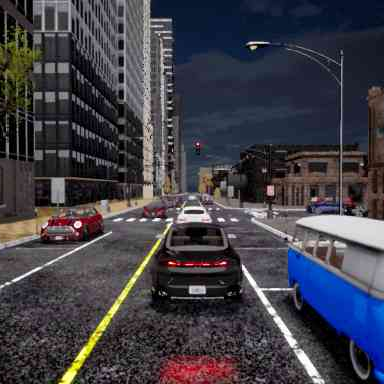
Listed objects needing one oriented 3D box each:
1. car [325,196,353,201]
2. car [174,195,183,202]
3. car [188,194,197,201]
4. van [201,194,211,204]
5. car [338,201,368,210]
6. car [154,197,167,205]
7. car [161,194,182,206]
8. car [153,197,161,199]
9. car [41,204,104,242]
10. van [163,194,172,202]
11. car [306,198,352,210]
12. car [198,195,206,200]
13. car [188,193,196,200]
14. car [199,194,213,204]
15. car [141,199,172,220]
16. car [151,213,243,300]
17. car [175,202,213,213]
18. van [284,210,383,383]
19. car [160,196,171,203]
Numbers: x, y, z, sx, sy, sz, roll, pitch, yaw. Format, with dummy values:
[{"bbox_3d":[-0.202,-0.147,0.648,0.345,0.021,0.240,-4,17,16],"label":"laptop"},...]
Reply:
[{"bbox_3d":[16.559,1.411,39.403,5.009,1.841,2.192,1,0,1],"label":"car"},{"bbox_3d":[-2.938,1.460,74.909,1.882,1.535,5.008,0,0,0],"label":"car"},{"bbox_3d":[0.067,1.504,81.015,1.812,1.442,4.674,0,0,0],"label":"car"},{"bbox_3d":[2.729,1.325,65.347,1.690,1.788,3.998,-1,0,0],"label":"van"},{"bbox_3d":[16.443,1.793,31.026,4.313,1.339,1.947,1,0,1],"label":"car"},{"bbox_3d":[-5.619,1.551,59.764,1.947,1.339,4.313,-1,0,0],"label":"car"},{"bbox_3d":[-3.054,1.341,50.275,2.097,1.767,4.553,0,0,0],"label":"car"},{"bbox_3d":[-5.795,1.512,53.951,1.752,1.417,4.829,-1,0,0],"label":"car"},{"bbox_3d":[-5.690,1.435,16.173,1.967,1.590,4.097,-1,0,0],"label":"car"},{"bbox_3d":[-5.609,1.323,76.697,1.690,1.788,3.998,-1,0,0],"label":"van"},{"bbox_3d":[14.846,1.684,36.842,4.181,1.385,1.994,1,1,1],"label":"car"},{"bbox_3d":[2.756,1.531,93.568,2.008,1.369,4.403,-1,0,0],"label":"car"},{"bbox_3d":[0.075,1.257,91.018,2.097,1.767,4.553,0,0,0],"label":"car"},{"bbox_3d":[2.726,1.425,59.703,1.967,1.590,4.097,-1,0,0],"label":"car"},{"bbox_3d":[-3.078,1.556,28.237,1.994,1.385,4.181,0,0,0],"label":"car"},{"bbox_3d":[0.104,1.502,8.374,1.837,1.490,4.892,0,0,0],"label":"car"},{"bbox_3d":[0.109,1.520,18.730,1.812,1.442,4.674,0,0,0],"label":"car"},{"bbox_3d":[2.679,1.340,5.083,1.690,1.788,3.998,-1,0,0],"label":"van"},{"bbox_3d":[-5.610,1.549,71.053,1.947,1.339,4.313,-1,0,0],"label":"car"}]
